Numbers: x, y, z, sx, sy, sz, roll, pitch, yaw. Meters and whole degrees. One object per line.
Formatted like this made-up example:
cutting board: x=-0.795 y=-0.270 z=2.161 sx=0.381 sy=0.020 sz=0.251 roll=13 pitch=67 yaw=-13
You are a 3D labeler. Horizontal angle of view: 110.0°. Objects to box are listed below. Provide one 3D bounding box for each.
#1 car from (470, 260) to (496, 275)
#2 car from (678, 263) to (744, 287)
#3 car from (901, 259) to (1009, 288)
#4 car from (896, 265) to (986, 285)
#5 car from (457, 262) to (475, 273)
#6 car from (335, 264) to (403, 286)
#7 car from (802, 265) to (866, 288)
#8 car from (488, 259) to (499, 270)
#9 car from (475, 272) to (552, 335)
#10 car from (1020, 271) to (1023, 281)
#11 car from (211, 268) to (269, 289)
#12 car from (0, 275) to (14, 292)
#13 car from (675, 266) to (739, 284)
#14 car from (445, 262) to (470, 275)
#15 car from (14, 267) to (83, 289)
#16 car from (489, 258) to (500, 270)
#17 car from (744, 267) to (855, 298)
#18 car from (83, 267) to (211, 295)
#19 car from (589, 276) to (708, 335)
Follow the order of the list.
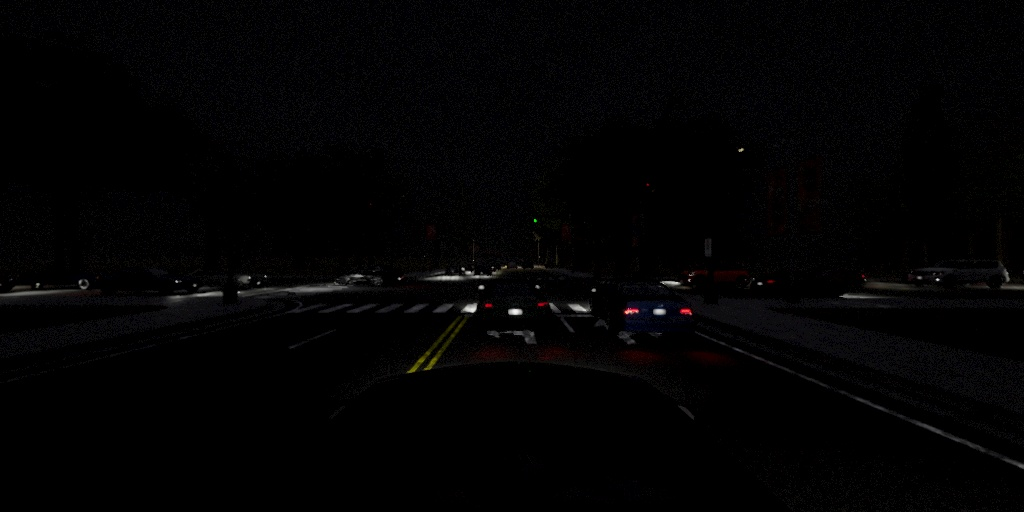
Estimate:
car: x=-3.349 y=1.515 z=42.332 sx=2.033 sy=1.411 sz=5.357 roll=0 pitch=0 yaw=0
car: x=14.583 y=1.292 z=26.166 sx=4.553 sy=1.767 sz=2.097 roll=0 pitch=0 yaw=-1
car: x=32.660 y=1.258 z=26.325 sx=5.566 sy=2.045 sz=2.150 roll=0 pitch=0 yaw=0
car: x=35.275 y=1.540 z=29.583 sx=5.008 sy=1.535 sz=1.882 roll=0 pitch=0 yaw=1
car: x=-6.579 y=1.601 z=51.239 sx=1.994 sy=1.385 sz=4.181 roll=0 pitch=-1 yaw=0
car: x=-10.201 y=1.329 z=25.642 sx=4.892 sy=1.490 sz=1.837 roll=0 pitch=-2 yaw=15
car: x=23.217 y=1.548 z=26.264 sx=4.181 sy=1.385 sz=1.994 roll=0 pitch=0 yaw=-2
car: x=-3.326 y=1.548 z=51.926 sx=1.837 sy=1.490 sz=4.892 roll=0 pitch=-1 yaw=0
car: x=-0.061 y=1.354 z=10.759 sx=1.994 sy=1.385 sz=4.181 roll=0 pitch=0 yaw=-4
car: x=45.908 y=1.361 z=29.631 sx=5.566 sy=2.045 sz=2.150 roll=0 pitch=0 yaw=0
car: x=-18.090 y=1.386 z=22.488 sx=4.718 sy=1.301 sz=1.895 roll=0 pitch=0 yaw=-1
car: x=-29.725 y=1.258 z=19.123 sx=4.674 sy=1.442 sz=1.812 roll=0 pitch=0 yaw=-1
car: x=15.913 y=1.522 z=29.450 sx=4.181 sy=1.385 sz=1.994 roll=0 pitch=0 yaw=0
car: x=-6.598 y=1.459 z=42.319 sx=2.128 sy=1.511 sz=4.902 roll=0 pitch=0 yaw=0
car: x=-27.232 y=1.352 z=22.398 sx=4.718 sy=1.301 sz=1.895 roll=0 pitch=0 yaw=-1
car: x=-3.256 y=1.378 z=62.501 sx=2.150 sy=2.045 sz=5.566 roll=0 pitch=-1 yaw=0
car: x=15.489 y=1.488 z=19.529 sx=4.181 sy=1.385 sz=1.994 roll=0 pitch=0 yaw=0
car: x=-19.402 y=1.295 z=19.234 sx=4.674 sy=1.442 sz=1.812 roll=0 pitch=0 yaw=-2
car: x=3.550 y=1.338 z=10.690 sx=2.033 sy=1.411 sz=5.357 roll=0 pitch=0 yaw=4
